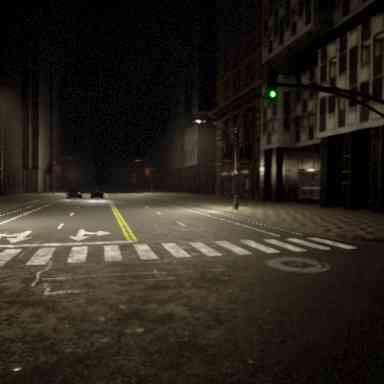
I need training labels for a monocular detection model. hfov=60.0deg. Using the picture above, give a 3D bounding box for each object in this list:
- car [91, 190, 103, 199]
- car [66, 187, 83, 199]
[{"bbox_3d":[-14.652,0.395,51.342,1.895,1.301,4.718,0,1,-16],"label":"car"},{"bbox_3d":[-17.797,0.132,50.525,2.097,1.767,4.553,0,1,-16],"label":"car"}]
